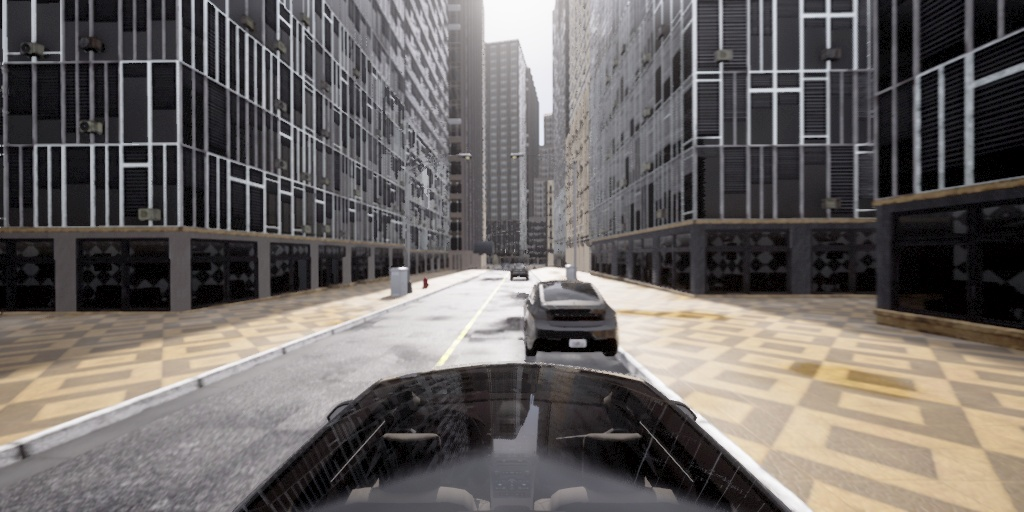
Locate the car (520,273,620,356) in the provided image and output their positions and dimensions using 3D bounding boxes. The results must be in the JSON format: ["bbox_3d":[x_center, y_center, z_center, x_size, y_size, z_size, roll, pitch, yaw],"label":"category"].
[{"bbox_3d":[1.211,1.330,8.787,1.837,1.490,4.892,0,-1,1],"label":"car"}]

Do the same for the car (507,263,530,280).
[{"bbox_3d":[0.759,1.654,36.472,1.837,1.490,4.892,0,-1,1],"label":"car"}]
